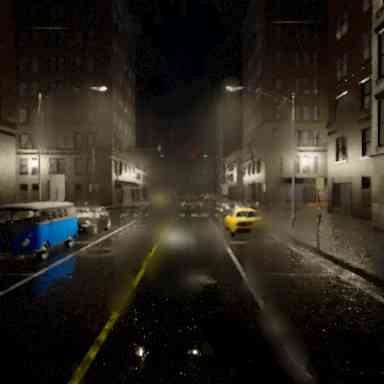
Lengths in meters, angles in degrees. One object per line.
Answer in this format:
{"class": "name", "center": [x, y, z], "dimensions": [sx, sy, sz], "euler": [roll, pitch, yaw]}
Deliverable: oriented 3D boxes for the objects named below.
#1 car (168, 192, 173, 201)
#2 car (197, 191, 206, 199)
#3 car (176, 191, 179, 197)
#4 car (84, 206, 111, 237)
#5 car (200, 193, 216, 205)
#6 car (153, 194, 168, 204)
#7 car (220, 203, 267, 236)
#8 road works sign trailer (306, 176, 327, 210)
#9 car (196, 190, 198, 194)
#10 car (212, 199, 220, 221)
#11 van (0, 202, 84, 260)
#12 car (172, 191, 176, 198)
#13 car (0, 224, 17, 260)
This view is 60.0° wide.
{"class": "car", "center": [-5.353, 1.132, 66.420], "dimensions": [1.947, 1.339, 4.313], "euler": [0, 0, 0]}
{"class": "car", "center": [2.675, 0.968, 72.099], "dimensions": [1.967, 1.590, 4.097], "euler": [0, 0, 0]}
{"class": "car", "center": [-5.341, 0.853, 89.143], "dimensions": [1.967, 1.590, 4.097], "euler": [0, 0, 0]}
{"class": "car", "center": [-5.381, 1.439, 17.095], "dimensions": [2.008, 1.369, 4.403], "euler": [0, 0, 0]}
{"class": "car", "center": [2.663, 1.230, 49.373], "dimensions": [2.008, 1.369, 4.403], "euler": [0, 0, 0]}
{"class": "car", "center": [-5.359, 1.168, 54.887], "dimensions": [1.752, 1.417, 4.829], "euler": [0, 0, 0]}
{"class": "car", "center": [2.653, 1.412, 17.262], "dimensions": [1.752, 1.417, 4.829], "euler": [0, 0, 0]}
{"class": "road works sign trailer", "center": [13.414, 0.159, 34.269], "dimensions": [2.880, 3.560, 2.380], "euler": [0, 0, 0]}
{"class": "car", "center": [2.681, 0.766, 83.462], "dimensions": [2.192, 1.841, 5.009], "euler": [0, 0, 0]}
{"class": "car", "center": [2.651, 1.404, 22.498], "dimensions": [2.008, 1.369, 4.403], "euler": [0, 0, 0]}
{"class": "van", "center": [-5.385, 1.264, 11.688], "dimensions": [1.690, 1.788, 3.998], "euler": [0, 0, 0]}
{"class": "car", "center": [-5.347, 1.040, 77.782], "dimensions": [2.008, 1.369, 4.403], "euler": [0, 0, 0]}
{"class": "car", "center": [-5.390, 1.540, 6.283], "dimensions": [1.802, 1.307, 4.206], "euler": [0, 0, 0]}
